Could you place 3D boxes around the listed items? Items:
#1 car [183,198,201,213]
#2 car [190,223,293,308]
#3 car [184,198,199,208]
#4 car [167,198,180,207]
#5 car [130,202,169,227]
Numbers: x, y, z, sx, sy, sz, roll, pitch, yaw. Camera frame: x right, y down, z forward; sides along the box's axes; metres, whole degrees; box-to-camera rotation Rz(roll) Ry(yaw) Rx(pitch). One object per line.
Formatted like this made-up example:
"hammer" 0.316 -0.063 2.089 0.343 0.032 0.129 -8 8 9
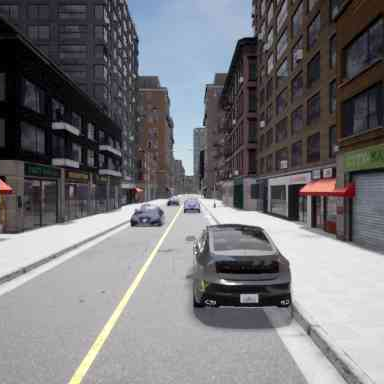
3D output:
"car" 0.009 1.518 37.051 2.033 1.411 5.357 0 0 0
"car" 0.941 1.503 7.894 1.837 1.490 4.892 0 0 0
"car" -0.085 1.521 47.478 1.994 1.385 4.181 0 0 0
"car" -2.848 1.553 50.773 1.895 1.301 4.718 0 0 0
"car" -2.893 1.550 22.394 1.994 1.385 4.181 0 0 0
